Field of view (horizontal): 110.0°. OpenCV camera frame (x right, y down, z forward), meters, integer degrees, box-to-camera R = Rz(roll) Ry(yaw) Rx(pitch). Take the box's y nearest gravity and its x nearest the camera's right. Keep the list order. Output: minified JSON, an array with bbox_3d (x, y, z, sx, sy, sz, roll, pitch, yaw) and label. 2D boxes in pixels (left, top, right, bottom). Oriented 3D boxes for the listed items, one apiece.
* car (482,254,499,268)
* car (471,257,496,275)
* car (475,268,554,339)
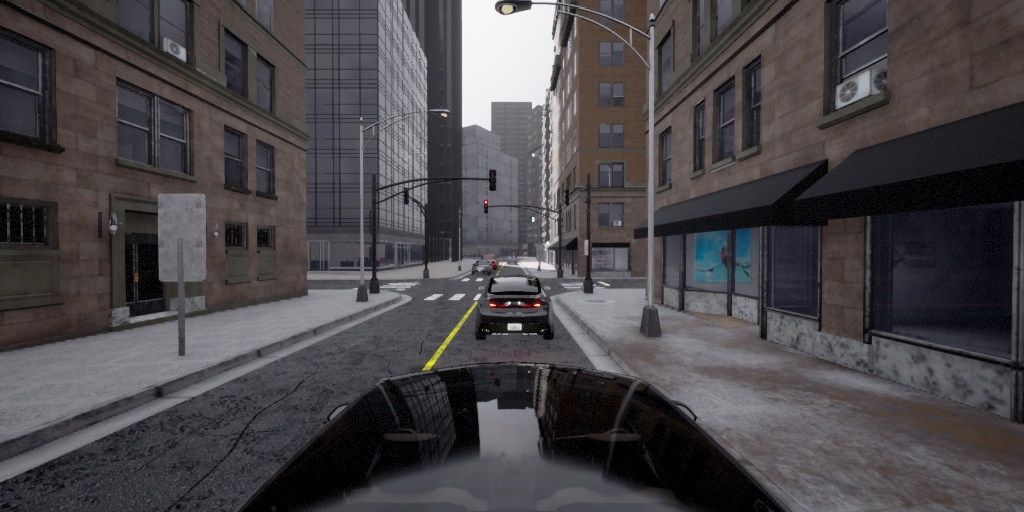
[{"bbox_3d":[-3.162,0.810,48.294,2.150,2.045,5.566,0,1,0],"label":"car"},{"bbox_3d":[-3.143,1.163,37.989,2.128,1.511,4.902,0,0,0],"label":"car"},{"bbox_3d":[0.068,1.252,10.001,1.837,1.490,4.892,0,0,0],"label":"car"}]
